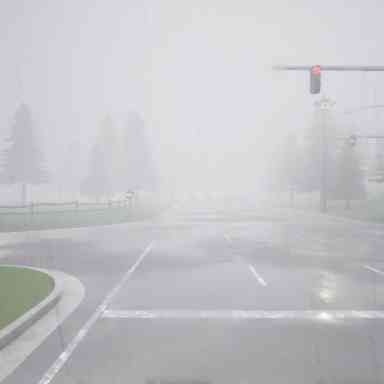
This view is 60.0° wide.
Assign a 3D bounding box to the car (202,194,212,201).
[{"bbox_3d":[3.560,1.357,80.762,2.128,1.511,4.902,0,0,0],"label":"car"}]

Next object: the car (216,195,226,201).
[{"bbox_3d":[7.060,1.427,80.789,1.895,1.301,4.718,0,0,0],"label":"car"}]

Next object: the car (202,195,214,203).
[{"bbox_3d":[3.552,1.469,70.342,1.882,1.535,5.008,0,0,0],"label":"car"}]

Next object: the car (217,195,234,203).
[{"bbox_3d":[7.052,1.517,70.339,2.128,1.511,4.902,0,0,0],"label":"car"}]

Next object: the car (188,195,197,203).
[{"bbox_3d":[0.052,1.517,70.344,2.128,1.511,4.902,0,0,0],"label":"car"}]

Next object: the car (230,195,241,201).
[{"bbox_3d":[10.560,1.427,80.786,1.895,1.301,4.718,0,0,0],"label":"car"}]

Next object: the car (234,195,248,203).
[{"bbox_3d":[10.552,1.531,70.336,2.033,1.411,5.357,0,0,0],"label":"car"}]

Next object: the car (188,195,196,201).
[{"bbox_3d":[0.060,1.427,80.794,1.895,1.301,4.718,0,0,0],"label":"car"}]
